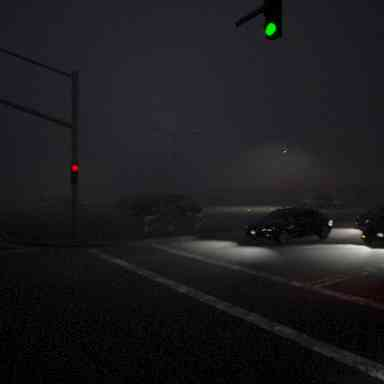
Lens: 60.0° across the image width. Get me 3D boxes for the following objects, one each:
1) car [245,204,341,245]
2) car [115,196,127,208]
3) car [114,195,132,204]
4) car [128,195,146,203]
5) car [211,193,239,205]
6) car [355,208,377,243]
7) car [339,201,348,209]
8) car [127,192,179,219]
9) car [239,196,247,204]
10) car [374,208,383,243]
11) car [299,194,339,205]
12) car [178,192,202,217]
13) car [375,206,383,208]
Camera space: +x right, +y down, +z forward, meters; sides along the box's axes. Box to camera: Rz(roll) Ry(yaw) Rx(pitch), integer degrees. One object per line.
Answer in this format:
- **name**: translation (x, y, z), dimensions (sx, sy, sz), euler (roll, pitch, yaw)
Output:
- **car**: translation (4.640, 1.505, 15.689), dimensions (4.892, 1.490, 1.837), euler (0, 0, -34)
- **car**: translation (-8.703, 1.394, 44.975), dimensions (1.970, 1.475, 3.806), euler (0, 0, -35)
- **car**: translation (-12.629, 1.393, 60.657), dimensions (1.970, 1.475, 3.806), euler (0, 0, -35)
- **car**: translation (-10.256, 1.362, 62.315), dimensions (1.784, 1.438, 3.905), euler (0, 0, -35)
- **car**: translation (5.094, 1.152, 54.731), dimensions (1.932, 1.855, 4.605), euler (0, 0, -35)
- **car**: translation (9.314, 1.564, 14.609), dimensions (4.181, 1.385, 1.994), euler (0, 0, -33)
- **car**: translation (17.528, 1.396, 42.034), dimensions (1.970, 1.475, 3.806), euler (0, 0, -35)
- **car**: translation (-3.315, 1.153, 27.495), dimensions (1.932, 1.855, 4.605), euler (0, 0, -35)
- **car**: translation (7.504, 1.363, 56.338), dimensions (1.784, 1.438, 3.905), euler (0, 0, -35)
- **car**: translation (7.003, 1.352, 8.581), dimensions (4.553, 1.767, 2.097), euler (0, 0, -35)
- **car**: translation (15.149, 1.156, 40.384), dimensions (1.905, 1.878, 3.866), euler (0, 0, -35)
- **car**: translation (-0.912, 1.156, 29.109), dimensions (1.905, 1.878, 3.866), euler (0, 0, -35)
- **car**: translation (12.058, 1.564, 20.628), dimensions (4.181, 1.385, 1.994), euler (0, 0, -31)
